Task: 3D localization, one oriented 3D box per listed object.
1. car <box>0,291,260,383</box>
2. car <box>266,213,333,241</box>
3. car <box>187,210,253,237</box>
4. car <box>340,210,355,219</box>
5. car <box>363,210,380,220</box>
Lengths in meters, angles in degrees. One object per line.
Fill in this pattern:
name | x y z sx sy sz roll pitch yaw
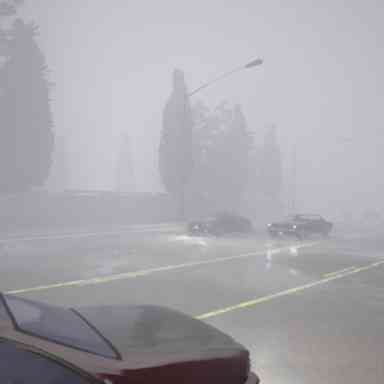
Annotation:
car | -1.939 1.558 2.427 5.357 1.411 2.033 0 0 -36
car | 6.139 1.879 18.740 1.895 1.301 4.718 0 -1 45
car | 1.680 1.770 19.350 4.181 1.385 1.994 2 -1 -44
car | 25.068 3.605 53.850 1.812 1.442 4.674 1 -2 20
car | 28.331 3.597 52.621 1.882 1.535 5.008 1 -2 20
